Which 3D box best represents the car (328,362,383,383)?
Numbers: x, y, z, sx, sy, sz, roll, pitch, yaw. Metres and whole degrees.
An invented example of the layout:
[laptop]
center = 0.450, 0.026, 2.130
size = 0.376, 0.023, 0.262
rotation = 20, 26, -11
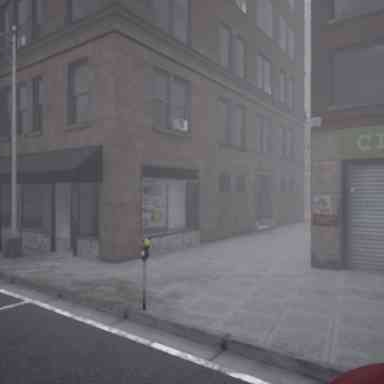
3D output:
[car]
center = 2.714, 1.546, 1.142
size = 4.507, 1.381, 1.887
rotation = 0, 0, 35
